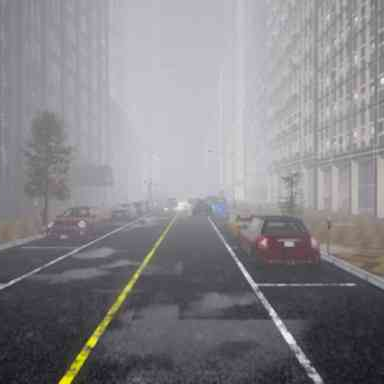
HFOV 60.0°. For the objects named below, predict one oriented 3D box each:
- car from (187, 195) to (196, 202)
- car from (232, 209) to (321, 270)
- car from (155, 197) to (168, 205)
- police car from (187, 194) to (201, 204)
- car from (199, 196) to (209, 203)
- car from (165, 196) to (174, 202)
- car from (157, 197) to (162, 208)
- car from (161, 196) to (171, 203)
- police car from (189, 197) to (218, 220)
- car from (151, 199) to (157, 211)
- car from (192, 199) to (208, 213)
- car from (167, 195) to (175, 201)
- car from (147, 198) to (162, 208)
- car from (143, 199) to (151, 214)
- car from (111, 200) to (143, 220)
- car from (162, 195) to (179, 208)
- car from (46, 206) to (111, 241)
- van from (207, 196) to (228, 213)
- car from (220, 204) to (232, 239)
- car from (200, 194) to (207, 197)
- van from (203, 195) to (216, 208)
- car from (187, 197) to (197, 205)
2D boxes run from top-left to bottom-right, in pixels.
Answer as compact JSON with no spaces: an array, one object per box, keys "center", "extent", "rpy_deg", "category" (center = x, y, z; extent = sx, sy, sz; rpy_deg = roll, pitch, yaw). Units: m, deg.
[{"center":[-0.018,1.588,80.185],"extent":[2.128,1.511,4.902],"rpy_deg":[0,0,0],"category":"car"},{"center":[2.679,1.464,11.096],"extent":[1.967,1.590,4.097],"rpy_deg":[-1,0,0],"category":"car"},{"center":[-5.712,1.686,62.246],"extent":[2.008,1.369,4.403],"rpy_deg":[-1,0,0],"category":"car"},{"center":[0.757,1.523,45.310],"extent":[1.930,1.638,5.238],"rpy_deg":[0,0,2],"category":"police car"},{"center":[2.667,1.710,73.615],"extent":[2.008,1.369,4.403],"rpy_deg":[-1,0,0],"category":"car"},{"center":[-5.716,1.765,84.980],"extent":[1.802,1.307,4.206],"rpy_deg":[-1,0,0],"category":"car"},{"center":[-5.709,1.649,45.195],"extent":[2.008,1.369,4.403],"rpy_deg":[-1,0,0],"category":"car"},{"center":[-5.714,1.710,73.613],"extent":[2.008,1.369,4.403],"rpy_deg":[-1,0,0],"category":"car"},{"center":[0.893,1.489,29.286],"extent":[1.930,1.638,5.238],"rpy_deg":[0,0,0],"category":"police car"},{"center":[-5.707,1.630,39.512],"extent":[1.887,1.381,4.507],"rpy_deg":[-1,0,0],"category":"car"},{"center":[0.891,1.611,39.176],"extent":[1.812,1.442,4.674],"rpy_deg":[0,0,0],"category":"car"},{"center":[-5.719,1.635,90.664],"extent":[1.967,1.590,4.097],"rpy_deg":[-1,0,0],"category":"car"},{"center":[-5.709,1.692,50.879],"extent":[1.802,1.307,4.206],"rpy_deg":[-1,0,0],"category":"car"},{"center":[-5.706,1.639,33.828],"extent":[1.947,1.339,4.313],"rpy_deg":[-1,0,0],"category":"car"},{"center":[-5.705,1.612,28.144],"extent":[2.008,1.369,4.403],"rpy_deg":[-1,0,0],"category":"car"},{"center":[-3.089,1.613,50.945],"extent":[1.837,1.490,4.892],"rpy_deg":[0,0,0],"category":"car"},{"center":[-5.703,1.477,16.778],"extent":[1.967,1.590,4.097],"rpy_deg":[-1,0,0],"category":"car"},{"center":[2.673,1.415,33.830],"extent":[1.690,1.788,3.998],"rpy_deg":[-1,0,0],"category":"van"},{"center":[2.678,1.562,16.949],"extent":[1.752,1.417,4.829],"rpy_deg":[-1,0,0],"category":"car"},{"center":[2.670,1.413,45.197],"extent":[2.192,1.841,5.009],"rpy_deg":[-1,0,0],"category":"car"},{"center":[2.669,1.452,50.881],"extent":[1.690,1.788,3.998],"rpy_deg":[-1,0,0],"category":"van"},{"center":[-0.015,1.690,65.185],"extent":[2.033,1.411,5.357],"rpy_deg":[0,0,0],"category":"car"}]
